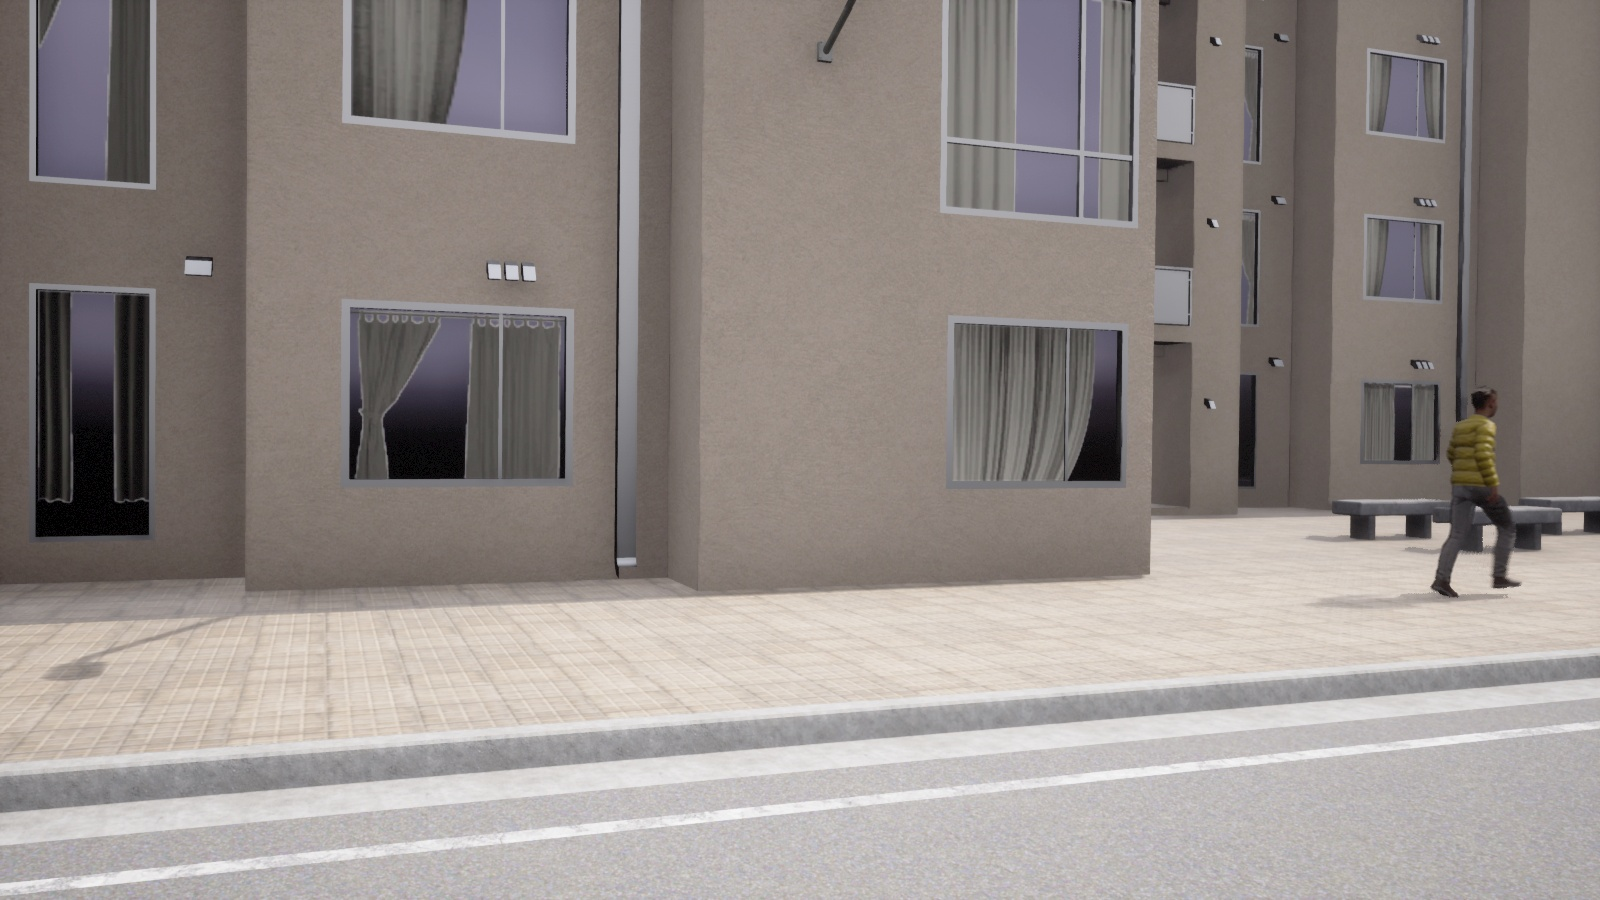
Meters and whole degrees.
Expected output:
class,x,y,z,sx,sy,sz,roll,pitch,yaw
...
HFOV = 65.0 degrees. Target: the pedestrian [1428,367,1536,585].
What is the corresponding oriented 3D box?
class,x,y,z,sx,sy,sz,roll,pitch,yaw
pedestrian,5.910,0.216,10.888,0.709,1.840,0.431,-1,1,-13
